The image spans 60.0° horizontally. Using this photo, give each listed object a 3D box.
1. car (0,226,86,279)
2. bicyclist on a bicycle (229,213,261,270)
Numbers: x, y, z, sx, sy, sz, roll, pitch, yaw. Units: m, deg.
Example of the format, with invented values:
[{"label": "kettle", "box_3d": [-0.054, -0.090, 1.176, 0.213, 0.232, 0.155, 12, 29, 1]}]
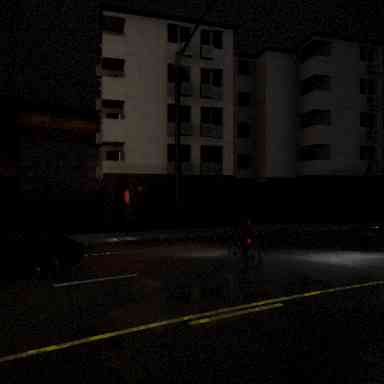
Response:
[{"label": "car", "box_3d": [-5.361, 1.601, 8.580, 4.718, 1.301, 1.895, 0, 0, -33]}, {"label": "bicyclist on a bicycle", "box_3d": [1.552, 1.455, 9.998, 0.582, 1.620, 1.656, 0, -2, -25]}]
